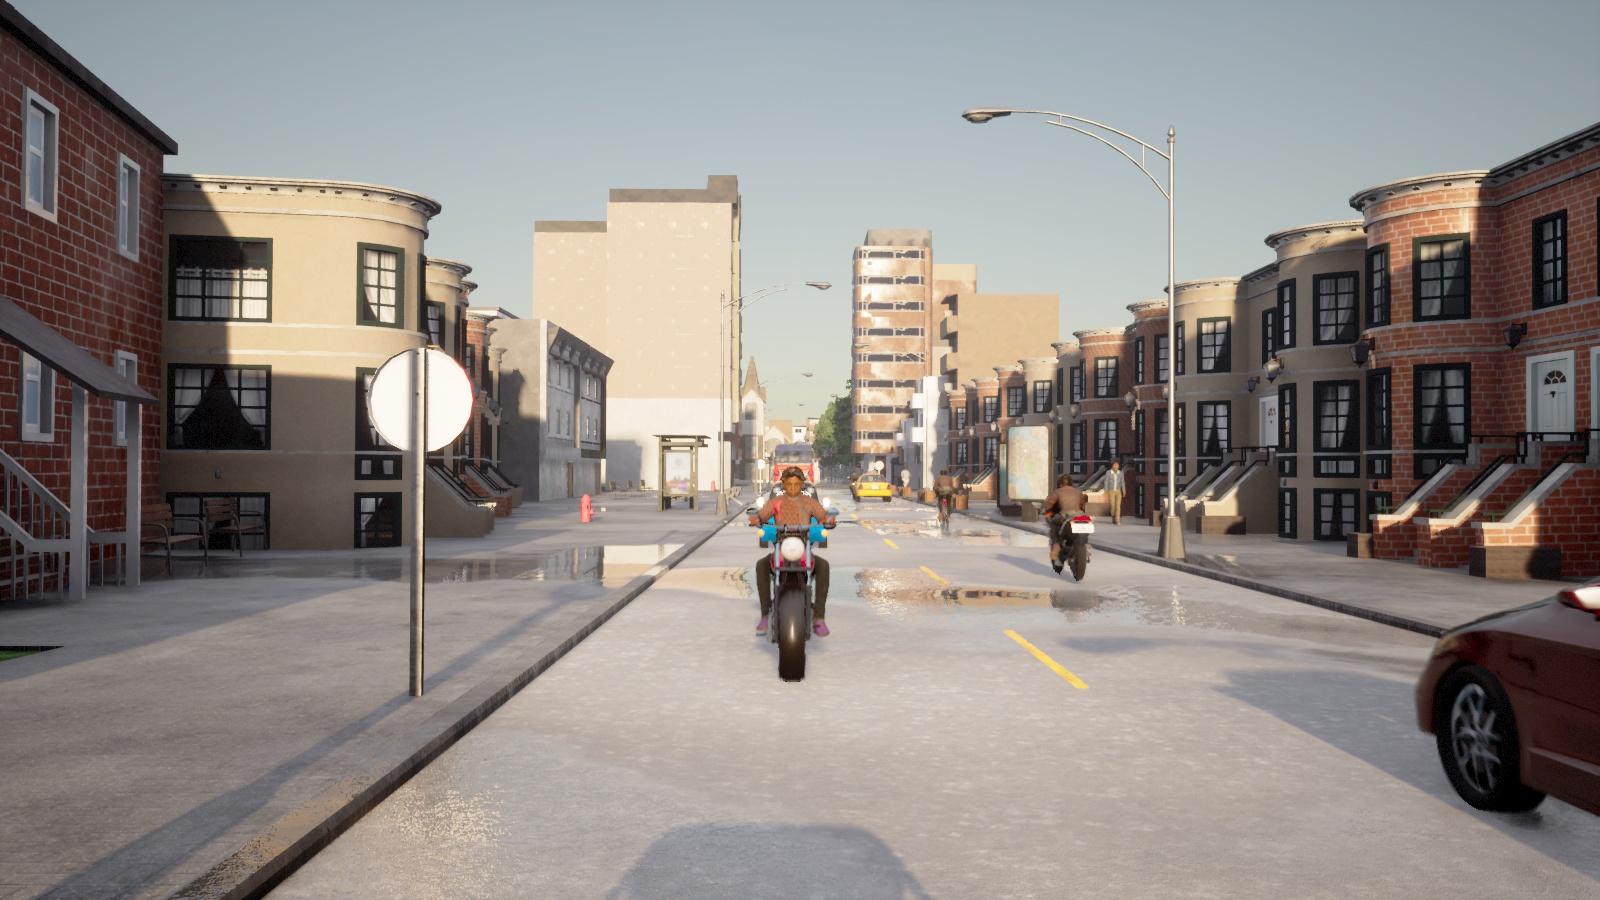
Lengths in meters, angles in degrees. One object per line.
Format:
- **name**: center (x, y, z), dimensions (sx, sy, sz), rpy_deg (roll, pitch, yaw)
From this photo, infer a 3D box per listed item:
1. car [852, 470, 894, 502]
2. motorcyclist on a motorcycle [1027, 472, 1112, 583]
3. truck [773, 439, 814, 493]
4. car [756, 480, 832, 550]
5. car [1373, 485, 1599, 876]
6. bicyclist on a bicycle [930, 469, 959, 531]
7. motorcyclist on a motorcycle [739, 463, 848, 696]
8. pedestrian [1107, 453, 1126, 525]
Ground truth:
- **car**: center (3.702, 1.821, 64.582), dimensions (1.801, 1.575, 5.366), rpy_deg (0, -1, 0)
- **motorcyclist on a motorcycle**: center (3.911, 1.089, 18.396), dimensions (0.797, 1.523, 2.044), rpy_deg (0, -1, 0)
- **truck**: center (-0.469, 1.207, 92.854), dimensions (2.891, 3.827, 8.468), rpy_deg (0, -1, 0)
- **car**: center (-0.123, 1.302, 25.767), dimensions (1.481, 1.376, 2.207), rpy_deg (0, -1, 0)
- **car**: center (3.971, 0.889, 4.594), dimensions (1.816, 1.474, 4.193), rpy_deg (0, -1, 0)
- **bicyclist on a bicycle**: center (3.839, 1.312, 33.426), dimensions (0.582, 1.620, 1.656), rpy_deg (0, -1, 0)
- **motorcyclist on a motorcycle**: center (-0.052, 0.934, 10.100), dimensions (0.766, 1.649, 2.350), rpy_deg (0, -1, 0)
- **pedestrian**: center (8.733, 1.070, 34.644), dimensions (0.423, 1.949, 0.788), rpy_deg (0, -1, 9)
